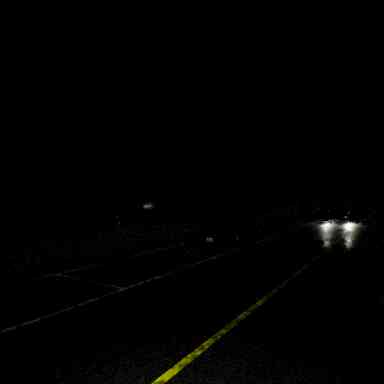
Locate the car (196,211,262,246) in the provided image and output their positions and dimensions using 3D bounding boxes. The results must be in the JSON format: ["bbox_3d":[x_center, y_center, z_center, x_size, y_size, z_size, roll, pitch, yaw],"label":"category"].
[{"bbox_3d":[1.865,1.566,15.398,1.947,1.339,4.313,0,0,32],"label":"car"}]

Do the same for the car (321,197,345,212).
[{"bbox_3d":[16.497,1.441,38.830,1.967,1.590,4.097,0,0,32],"label":"car"}]

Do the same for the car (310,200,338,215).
[{"bbox_3d":[13.571,1.566,34.144,1.947,1.339,4.313,0,0,32],"label":"car"}]

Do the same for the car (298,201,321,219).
[{"bbox_3d":[10.644,1.582,29.458,1.802,1.307,4.206,0,0,32],"label":"car"}]

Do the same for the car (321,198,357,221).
[{"bbox_3d":[12.261,1.478,27.187,1.882,1.535,5.008,0,0,32],"label":"car"}]
